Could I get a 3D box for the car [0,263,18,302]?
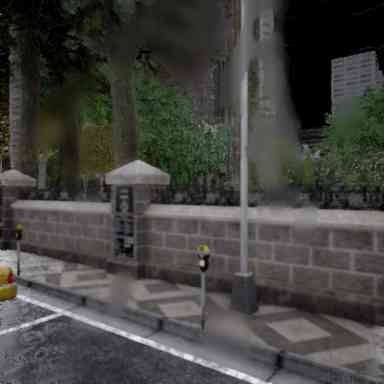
[{"bbox_3d":[-5.458,1.507,6.850,4.829,1.417,1.752,0,0,35],"label":"car"}]
